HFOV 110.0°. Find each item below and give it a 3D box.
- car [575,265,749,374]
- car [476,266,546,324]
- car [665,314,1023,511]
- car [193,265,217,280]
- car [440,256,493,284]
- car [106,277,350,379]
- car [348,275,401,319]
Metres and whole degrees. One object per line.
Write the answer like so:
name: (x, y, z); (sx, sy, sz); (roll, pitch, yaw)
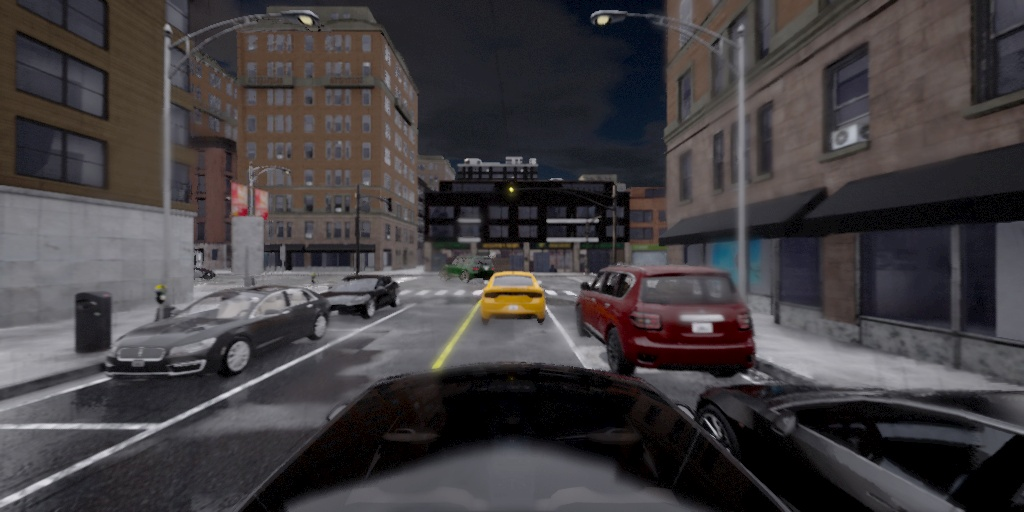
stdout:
car: (2.636, 1.085, 7.352); (2.192, 1.841, 5.009); (0, 0, 0)
car: (0.031, 1.265, 12.248); (1.882, 1.535, 5.008); (0, 0, 0)
car: (2.638, 1.316, 1.690); (1.948, 1.339, 4.313); (0, 0, 0)
car: (-26.086, 1.292, 28.460); (4.181, 1.385, 1.994); (0, 0, 0)
car: (-3.618, 1.056, 28.496); (2.150, 2.045, 5.566); (2, -1, -39)
car: (-5.390, 1.320, 7.348); (2.007, 1.370, 4.403); (0, 0, 0)
car: (-5.392, 1.356, 13.010); (1.948, 1.339, 4.313); (0, 0, 0)
